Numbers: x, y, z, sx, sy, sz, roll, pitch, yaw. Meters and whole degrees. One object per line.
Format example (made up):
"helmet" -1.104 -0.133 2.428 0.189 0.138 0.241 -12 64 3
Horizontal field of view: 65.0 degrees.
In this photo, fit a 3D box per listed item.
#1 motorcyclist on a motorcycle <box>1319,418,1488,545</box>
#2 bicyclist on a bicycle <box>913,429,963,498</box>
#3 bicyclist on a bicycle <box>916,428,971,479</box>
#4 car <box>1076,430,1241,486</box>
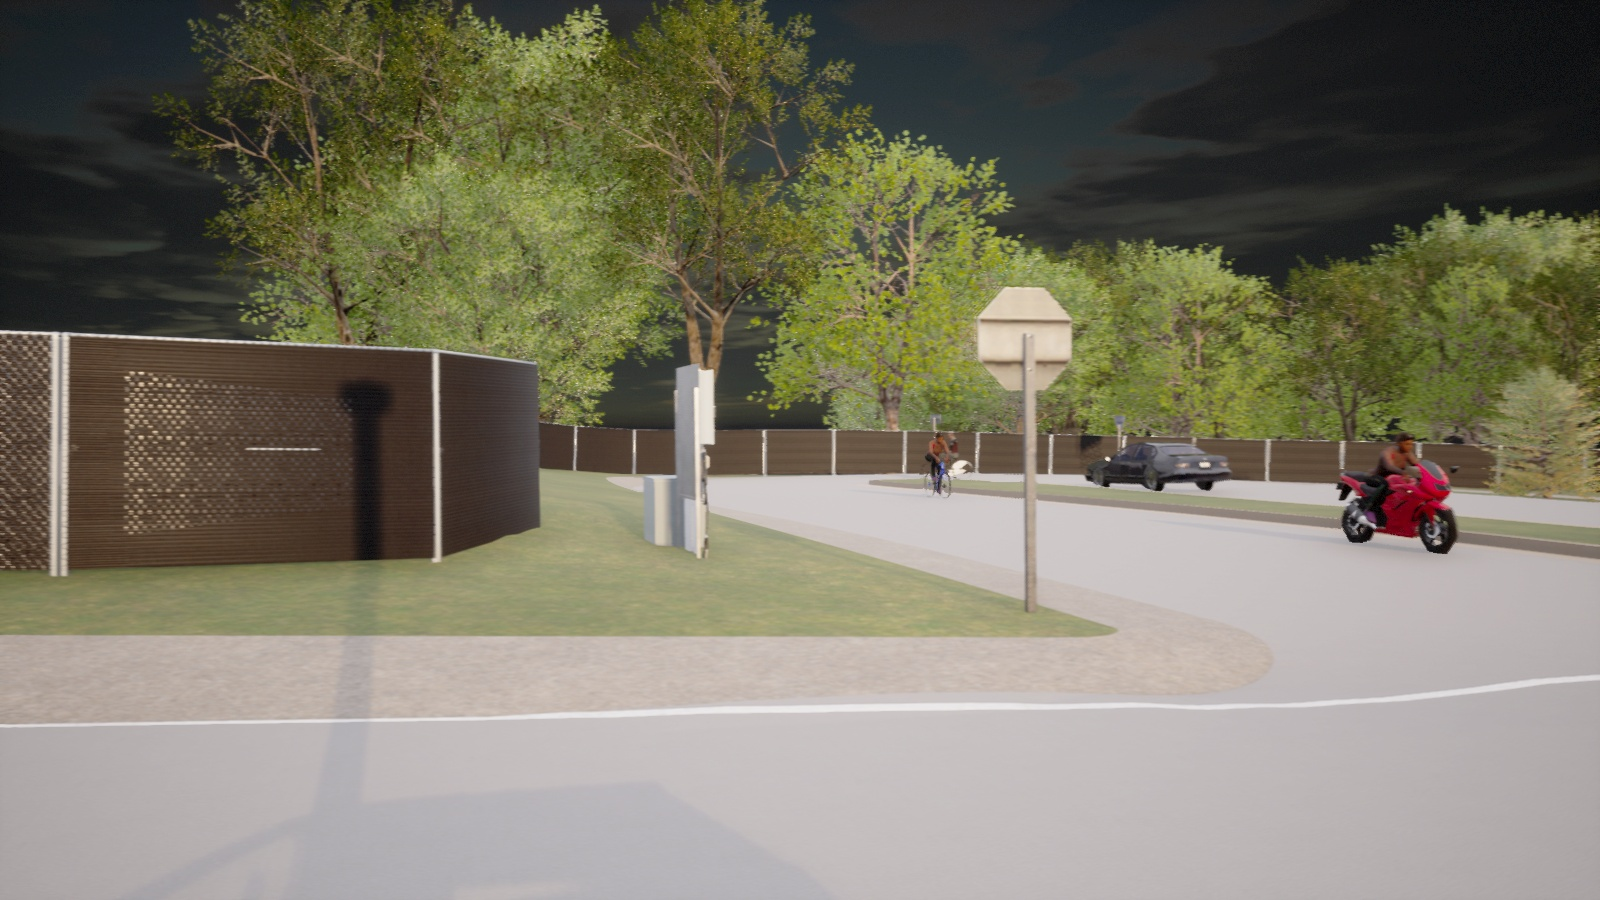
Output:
"motorcyclist on a motorcycle" 7.757 0.358 16.253 0.797 1.523 2.044 -1 1 -17
"bicyclist on a bicycle" 3.385 0.324 30.845 0.582 1.620 1.656 -2 1 -16
"bicyclist on a bicycle" 5.160 0.126 45.073 1.843 1.776 0.659 -1 4 12
"car" 10.197 0.237 36.252 2.033 1.411 5.357 -2 0 -15
